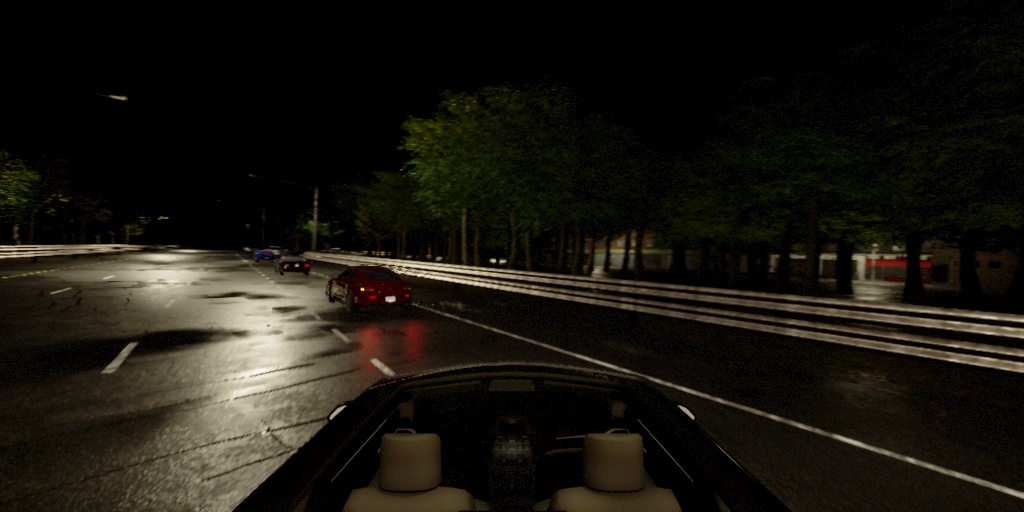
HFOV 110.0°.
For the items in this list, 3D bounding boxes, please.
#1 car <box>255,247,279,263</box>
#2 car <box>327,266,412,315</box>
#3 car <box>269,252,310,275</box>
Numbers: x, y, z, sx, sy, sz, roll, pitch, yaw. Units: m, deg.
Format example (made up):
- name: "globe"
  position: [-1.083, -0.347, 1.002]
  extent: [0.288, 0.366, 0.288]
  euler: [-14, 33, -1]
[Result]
- name: "car"
  position: [-30.677, 0.011, 44.621]
  extent: [1.882, 1.535, 5.008]
  euler: [2, 0, -37]
- name: "car"
  position: [-5.063, 1.066, 12.536]
  extent: [1.812, 1.442, 4.674]
  euler: [2, 0, -39]
- name: "car"
  position: [-16.370, 0.642, 26.644]
  extent: [2.033, 1.411, 5.357]
  euler: [2, 0, -39]
